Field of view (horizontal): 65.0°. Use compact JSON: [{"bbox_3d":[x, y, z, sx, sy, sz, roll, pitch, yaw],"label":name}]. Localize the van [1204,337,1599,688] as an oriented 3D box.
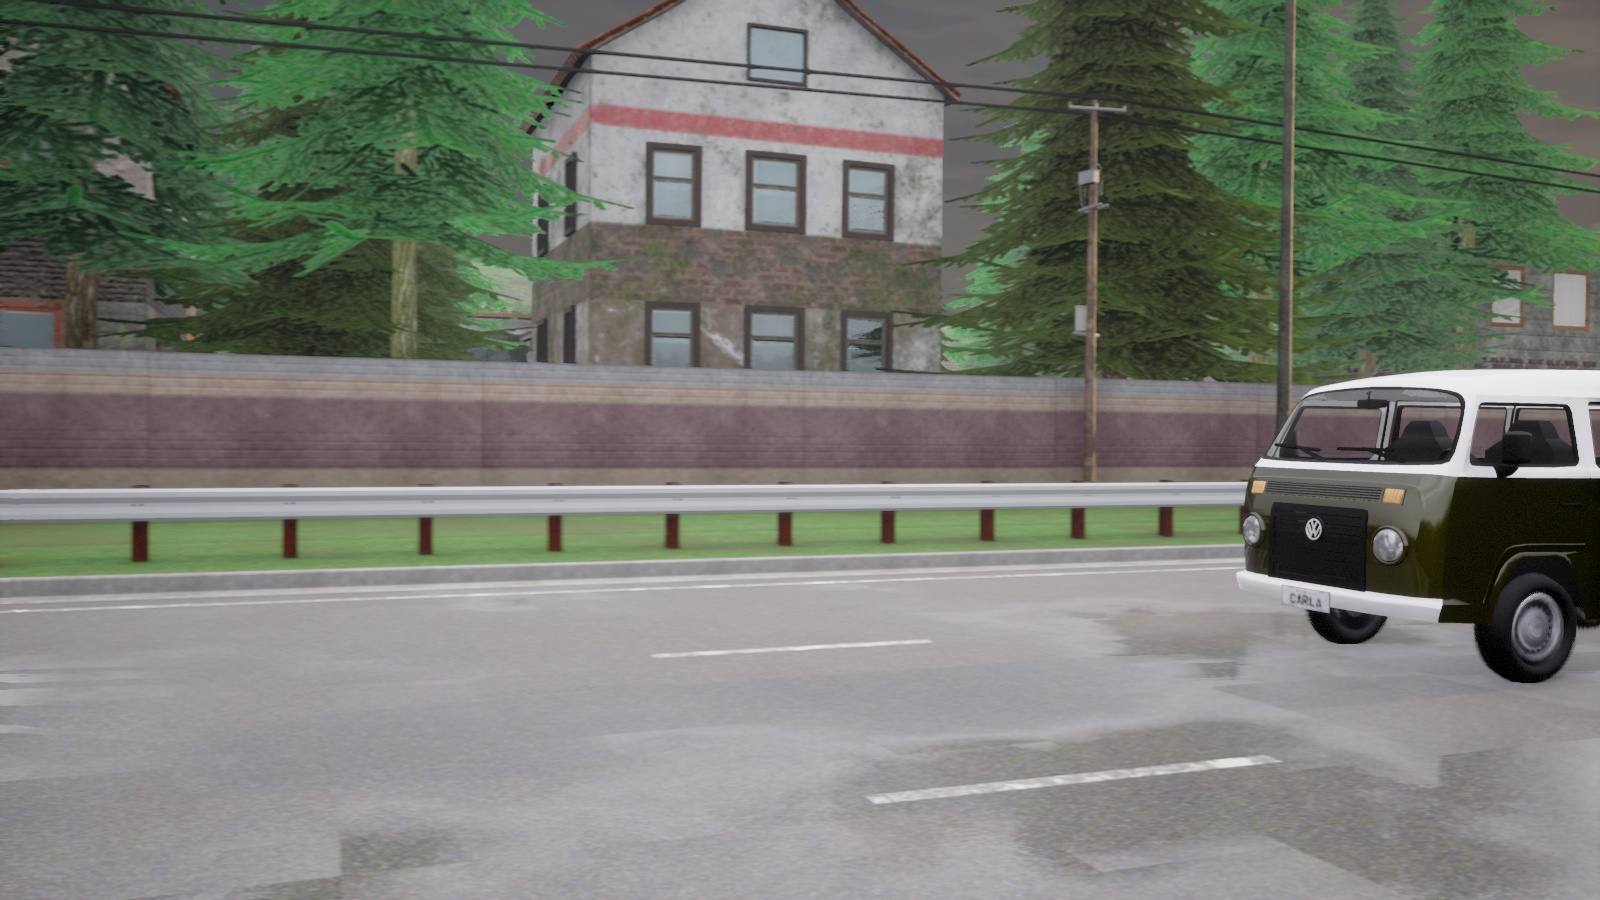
[{"bbox_3d":[5.430,0.316,9.040,4.480,2.038,2.069,-1,1,-21],"label":"van"}]
